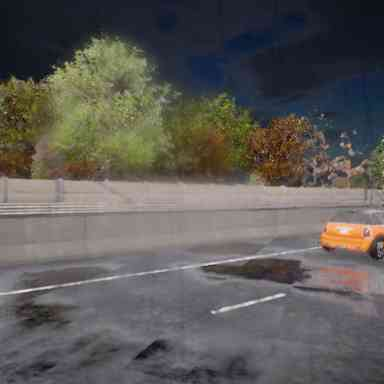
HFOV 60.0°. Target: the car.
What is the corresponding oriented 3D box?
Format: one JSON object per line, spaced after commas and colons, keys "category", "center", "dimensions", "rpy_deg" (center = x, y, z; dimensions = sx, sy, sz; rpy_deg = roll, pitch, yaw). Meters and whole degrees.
{"category": "car", "center": [7.282, 1.494, 13.342], "dimensions": [4.553, 1.767, 2.097], "rpy_deg": [1, -1, -35]}
